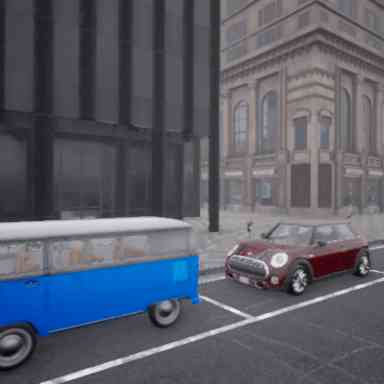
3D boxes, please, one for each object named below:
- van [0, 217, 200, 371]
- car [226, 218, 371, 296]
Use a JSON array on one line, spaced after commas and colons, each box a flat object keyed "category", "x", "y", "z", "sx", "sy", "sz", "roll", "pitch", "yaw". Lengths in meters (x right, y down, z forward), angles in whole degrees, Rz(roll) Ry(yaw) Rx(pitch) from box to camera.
[{"category": "van", "x": -1.758, "y": 1.345, "z": 5.390, "sx": 3.998, "sy": 1.788, "sz": 1.690, "roll": 0, "pitch": 0, "yaw": -35}, {"category": "car", "x": 2.804, "y": 1.456, "z": 8.641, "sx": 4.097, "sy": 1.590, "sz": 1.967, "roll": 0, "pitch": 0, "yaw": -35}]
